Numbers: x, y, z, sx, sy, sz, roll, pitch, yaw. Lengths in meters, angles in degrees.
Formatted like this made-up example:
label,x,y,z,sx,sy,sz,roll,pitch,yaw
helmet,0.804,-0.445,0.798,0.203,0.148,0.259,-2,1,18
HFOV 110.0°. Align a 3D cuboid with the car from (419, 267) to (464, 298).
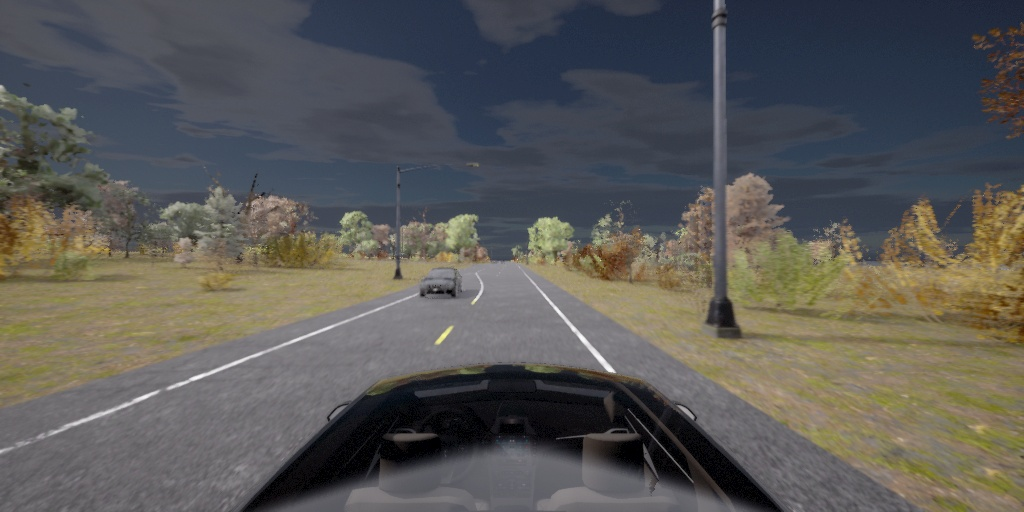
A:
label,x,y,z,sx,sy,sz,roll,pitch,yaw
car,-3.751,1.386,19.670,1.837,1.490,4.892,0,0,-2
